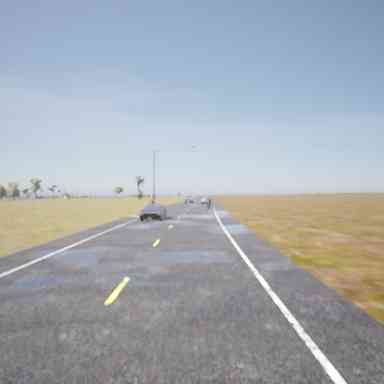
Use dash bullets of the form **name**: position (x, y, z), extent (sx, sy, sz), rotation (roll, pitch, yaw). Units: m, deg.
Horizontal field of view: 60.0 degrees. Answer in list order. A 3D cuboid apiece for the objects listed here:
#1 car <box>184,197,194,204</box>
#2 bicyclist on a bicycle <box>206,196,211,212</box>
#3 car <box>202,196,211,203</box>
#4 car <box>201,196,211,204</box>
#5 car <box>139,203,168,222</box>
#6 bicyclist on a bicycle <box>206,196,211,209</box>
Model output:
- **car**: position (-0.647, 1.741, 69.319), extent (2.128, 1.511, 4.902), rotation (0, 0, 4)
- **bicyclist on a bicycle**: position (1.937, 1.584, 39.313), extent (0.582, 1.620, 1.656), rotation (0, 0, 3)
- **car**: position (3.510, 1.783, 79.048), extent (2.128, 1.511, 4.902), rotation (0, 0, 4)
- **car**: position (2.879, 1.829, 69.454), extent (1.895, 1.301, 4.718), rotation (0, 0, 4)
- **car**: position (-3.100, 1.640, 27.831), extent (2.033, 1.411, 5.357), rotation (0, 0, 2)
- **bicyclist on a bicycle**: position (2.472, 1.533, 49.181), extent (0.659, 1.776, 1.843), rotation (0, 0, 3)
